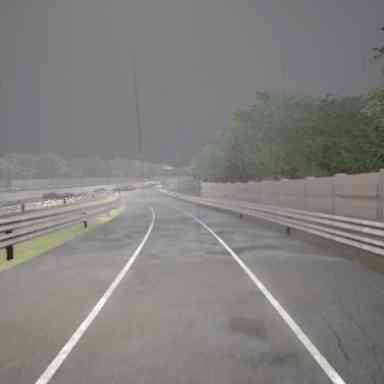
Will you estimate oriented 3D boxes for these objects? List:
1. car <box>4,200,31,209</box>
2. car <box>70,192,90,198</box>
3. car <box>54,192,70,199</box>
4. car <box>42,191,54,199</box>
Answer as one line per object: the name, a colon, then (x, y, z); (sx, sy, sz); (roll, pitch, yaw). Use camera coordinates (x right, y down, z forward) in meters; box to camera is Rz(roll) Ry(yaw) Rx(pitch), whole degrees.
car: (-25.650, 1.815, 49.066); (1.994, 1.385, 4.181); (0, 3, 8)
car: (-22.676, 0.642, 69.212); (1.882, 1.535, 5.008); (0, 3, 8)
car: (-26.137, 0.678, 69.731); (2.128, 1.511, 4.902); (0, 3, 8)
car: (-29.600, 0.642, 70.239); (1.837, 1.490, 4.892); (0, 3, 8)
